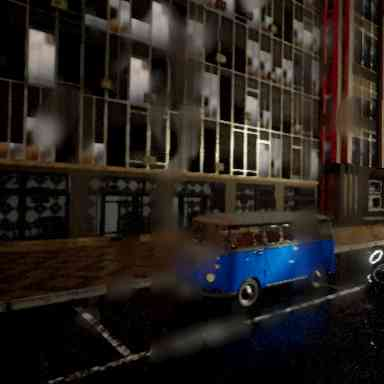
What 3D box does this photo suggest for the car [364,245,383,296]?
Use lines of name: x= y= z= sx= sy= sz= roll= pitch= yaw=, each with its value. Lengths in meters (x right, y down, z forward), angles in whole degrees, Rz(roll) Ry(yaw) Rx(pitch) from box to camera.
car: x=5.947 y=1.407 z=7.619 sx=4.553 sy=1.767 sz=2.097 roll=0 pitch=0 yaw=-36

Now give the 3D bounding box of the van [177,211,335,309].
van: x=1.602 y=1.375 z=7.691 sx=3.998 sy=1.788 sz=1.690 roll=0 pitch=1 yaw=-35
